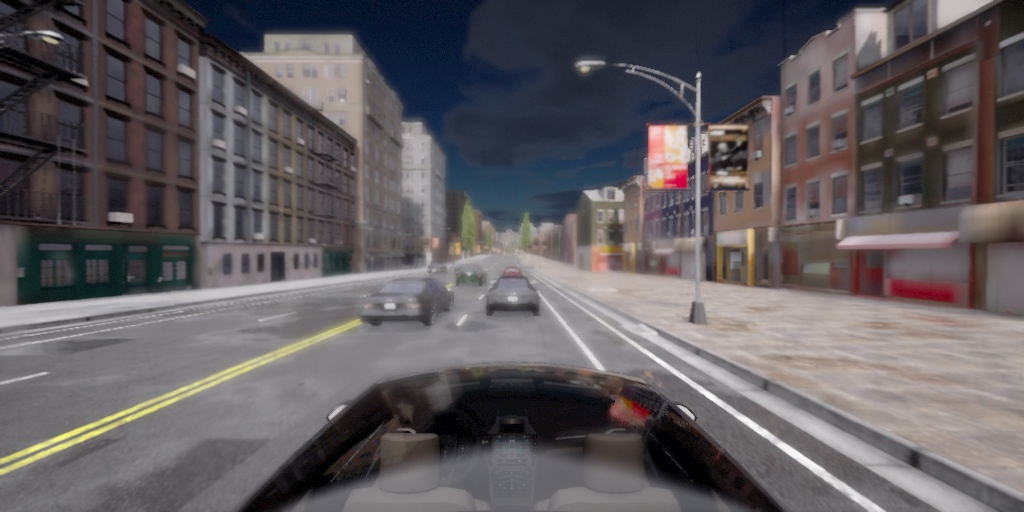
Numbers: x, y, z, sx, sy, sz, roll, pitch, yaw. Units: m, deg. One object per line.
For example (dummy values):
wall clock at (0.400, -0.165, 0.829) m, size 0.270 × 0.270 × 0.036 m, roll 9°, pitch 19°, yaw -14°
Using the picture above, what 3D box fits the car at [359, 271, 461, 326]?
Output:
car at (-3.232, 1.408, 12.053) m, size 2.033 × 1.411 × 5.357 m, roll 0°, pitch -1°, yaw 0°

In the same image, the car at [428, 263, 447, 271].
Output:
car at (-9.863, 1.734, 47.873) m, size 2.128 × 1.511 × 4.902 m, roll 0°, pitch -1°, yaw 0°

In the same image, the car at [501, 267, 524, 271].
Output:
car at (0.039, 1.602, 29.888) m, size 1.812 × 1.442 × 4.674 m, roll 0°, pitch 0°, yaw 0°

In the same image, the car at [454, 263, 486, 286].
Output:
car at (-3.216, 1.419, 29.095) m, size 2.097 × 1.767 × 4.553 m, roll 0°, pitch -1°, yaw 1°

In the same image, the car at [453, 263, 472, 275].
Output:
car at (-6.613, 1.749, 47.946) m, size 1.837 × 1.490 × 4.892 m, roll 0°, pitch -1°, yaw 0°

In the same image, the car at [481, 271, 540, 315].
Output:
car at (0.043, 1.452, 14.255) m, size 1.994 × 1.385 × 4.181 m, roll 0°, pitch -1°, yaw 0°
